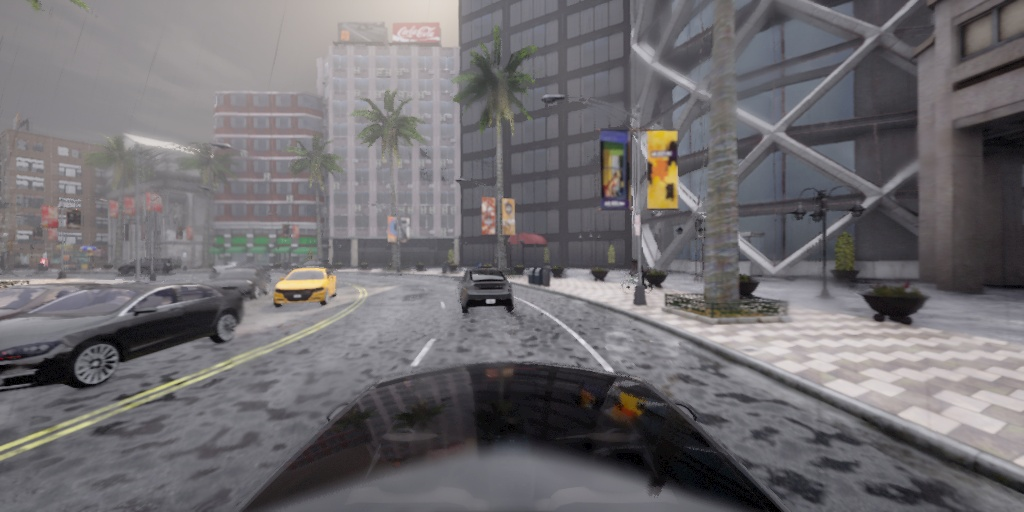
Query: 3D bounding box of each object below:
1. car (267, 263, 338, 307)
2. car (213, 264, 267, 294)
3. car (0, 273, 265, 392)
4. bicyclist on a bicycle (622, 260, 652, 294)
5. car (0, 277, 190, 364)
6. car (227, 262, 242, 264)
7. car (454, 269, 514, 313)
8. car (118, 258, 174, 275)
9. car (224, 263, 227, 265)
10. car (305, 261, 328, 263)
[{"bbox_3d":[-9.123,1.285,16.200,1.882,1.535,5.008,0,0,-20],"label":"car"},{"bbox_3d":[-13.457,1.340,17.875,1.837,1.490,4.892,0,0,-26],"label":"car"},{"bbox_3d":[-7.489,1.289,7.006,2.128,1.511,4.902,0,0,-5],"label":"car"},{"bbox_3d":[5.963,1.013,17.078,1.656,1.620,0.582,0,0,-14],"label":"bicyclist on a bicycle"},{"bbox_3d":[-10.918,1.366,8.479,2.033,1.411,5.357,0,0,-4],"label":"car"},{"bbox_3d":[-18.964,1.361,26.123,2.128,1.511,4.902,0,0,-44],"label":"car"},{"bbox_3d":[-1.188,1.263,14.294,1.837,1.490,4.892,0,0,-11],"label":"car"},{"bbox_3d":[-45.712,1.260,44.890,5.566,2.045,2.150,0,0,-1],"label":"car"},{"bbox_3d":[-33.335,1.486,42.749,4.674,1.442,1.812,0,0,18],"label":"car"},{"bbox_3d":[-13.764,1.342,25.247,1.837,1.490,4.892,0,0,-37],"label":"car"}]
